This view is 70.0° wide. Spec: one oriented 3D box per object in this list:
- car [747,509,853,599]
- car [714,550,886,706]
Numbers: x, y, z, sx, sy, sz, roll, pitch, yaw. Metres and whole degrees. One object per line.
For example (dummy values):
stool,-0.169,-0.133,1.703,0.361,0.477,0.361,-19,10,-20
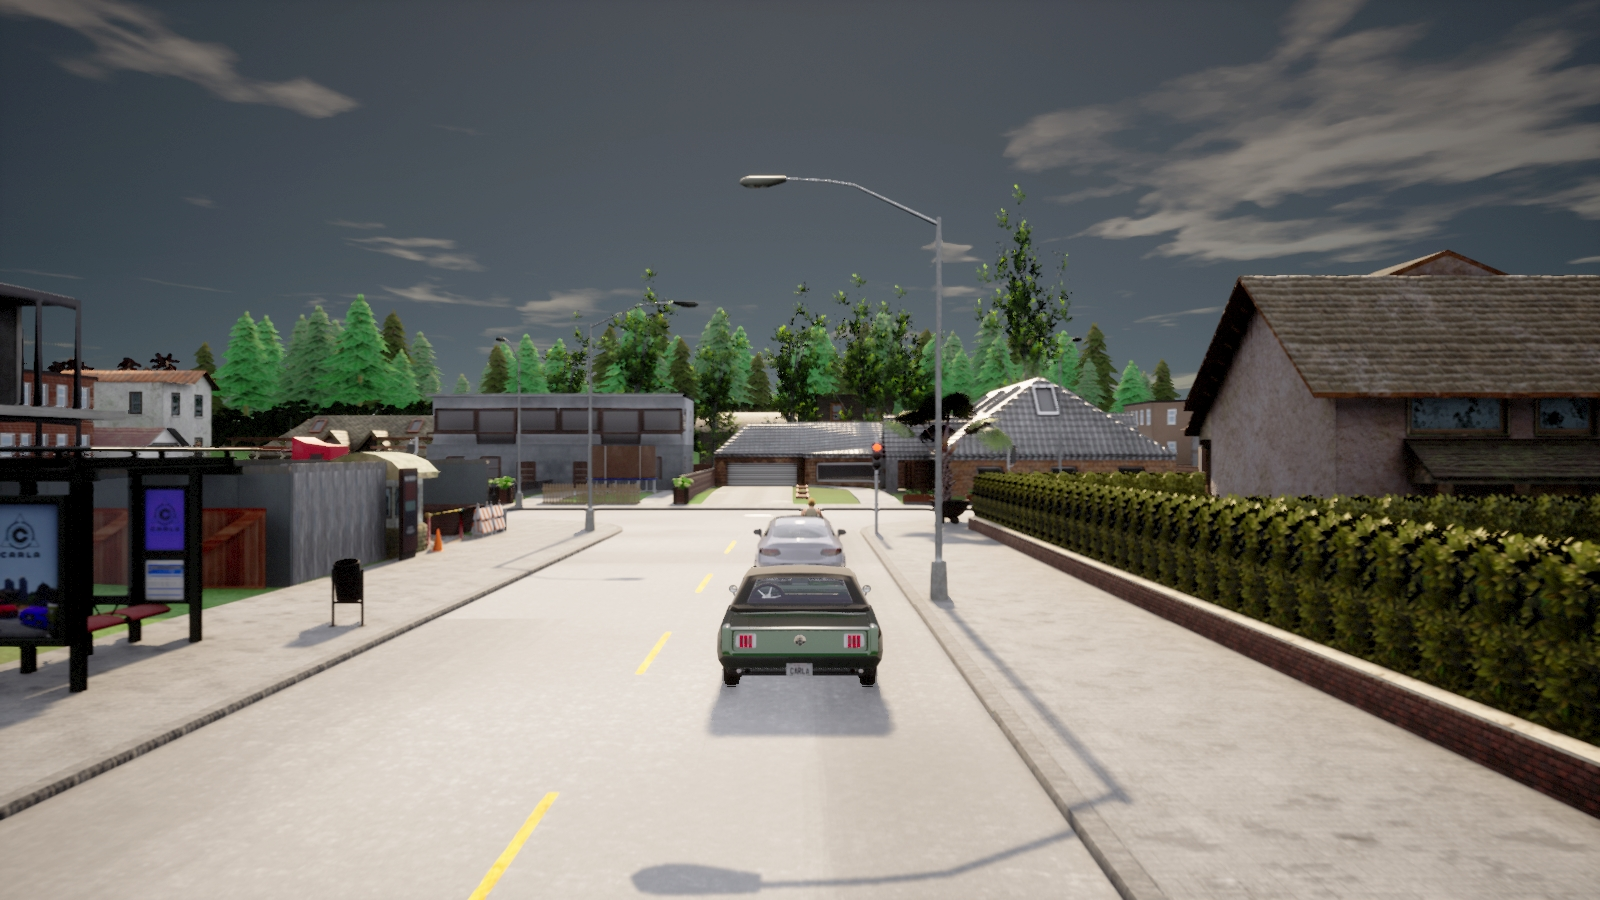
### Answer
car,-0.003,2.081,23.895,2.002,1.442,4.674,0,0,0
car,-0.001,2.155,14.891,1.895,1.301,4.718,0,0,0
